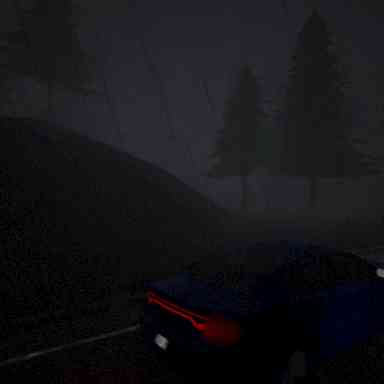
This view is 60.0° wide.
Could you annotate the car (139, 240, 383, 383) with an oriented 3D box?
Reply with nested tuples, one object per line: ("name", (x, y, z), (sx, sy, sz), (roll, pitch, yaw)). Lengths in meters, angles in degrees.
("car", (1.645, 1.488, 5.130), (5.008, 1.535, 1.882), (0, 0, -37))
